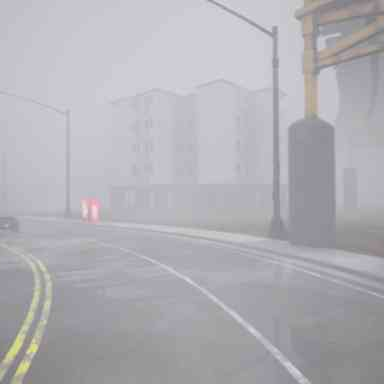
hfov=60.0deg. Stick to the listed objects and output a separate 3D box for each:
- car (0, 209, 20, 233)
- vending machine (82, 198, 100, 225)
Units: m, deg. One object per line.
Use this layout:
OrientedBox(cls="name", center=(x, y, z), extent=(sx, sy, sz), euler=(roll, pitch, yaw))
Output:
OrientedBox(cls="car", center=(-12.555, 1.827, 21.009), extent=(4.674, 1.442, 1.812), euler=(-1, -1, 41))
OrientedBox(cls="vending machine", center=(-8.183, 1.521, 26.913), extent=(0.880, 2.100, 1.100), euler=(-1, -1, 39))
